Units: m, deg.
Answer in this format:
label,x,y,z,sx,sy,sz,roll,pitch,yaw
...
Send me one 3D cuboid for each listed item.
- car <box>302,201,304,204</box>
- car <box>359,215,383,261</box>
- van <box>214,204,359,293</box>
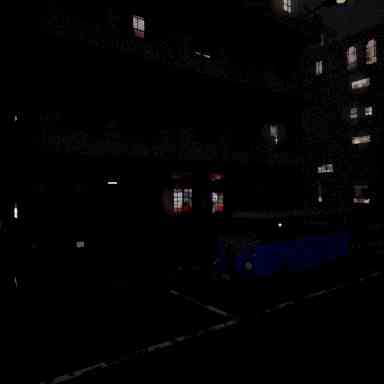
label,x,y,z,sx,sy,sz,roll,pitch,yaw
car,11.553,1.352,40.963,1.887,1.381,4.507,-1,1,-37
car,6.829,1.546,11.948,4.403,1.369,2.008,0,-1,-37
van,2.399,1.338,8.555,3.998,1.788,1.690,0,-1,-37
